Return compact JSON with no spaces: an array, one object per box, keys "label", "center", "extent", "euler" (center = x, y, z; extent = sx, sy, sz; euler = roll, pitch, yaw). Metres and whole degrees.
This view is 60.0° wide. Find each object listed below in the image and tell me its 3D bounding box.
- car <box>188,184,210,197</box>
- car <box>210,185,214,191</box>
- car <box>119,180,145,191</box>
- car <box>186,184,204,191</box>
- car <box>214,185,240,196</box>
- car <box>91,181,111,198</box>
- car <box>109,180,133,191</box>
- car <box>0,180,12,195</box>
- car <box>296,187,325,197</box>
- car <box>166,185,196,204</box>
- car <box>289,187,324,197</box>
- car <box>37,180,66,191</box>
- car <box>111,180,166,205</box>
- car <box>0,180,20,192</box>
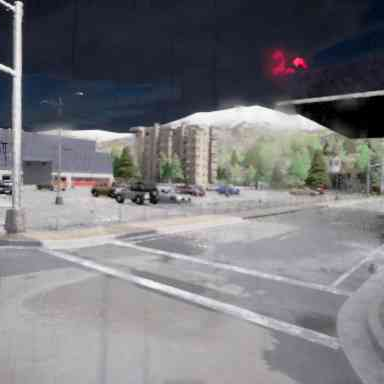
[{"label":"car","center":[-0.382,-0.164,44.370],"extent":[4.514,1.523,2.007],"euler":[3,2,38]},{"label":"car","center":[4.600,-0.761,68.413],"extent":[3.806,1.475,1.970],"euler":[3,2,38]},{"label":"car","center":[-10.974,-1.208,60.803],"extent":[4.605,1.855,1.932],"euler":[3,2,38]},{"label":"car","center":[0.612,-1.114,75.336],"extent":[3.633,1.501,1.845],"euler":[3,2,38]},{"label":"car","center":[5.826,-0.242,52.200],"extent":[3.633,1.501,1.845],"euler":[3,2,38]},{"label":"car","center":[-8.635,-0.269,35.010],"extent":[4.605,1.855,1.932],"euler":[3,2,38]},{"label":"car","center":[-12.445,-1.182,58.263],"extent":[3.866,1.878,1.905],"euler":[3,2,38]},{"label":"car","center":[-20.796,-0.420,35.739],"extent":[4.514,1.523,2.007],"euler":[3,2,38]},{"label":"car","center":[21.074,-0.052,59.274],"extent":[4.514,1.523,2.007],"euler":[3,2,38]},{"label":"car","center":[-1.956,0.351,29.816],"extent":[3.806,1.475,1.970],"euler":[3,2,38]},{"label":"car","center":[19.176,-0.027,56.776],"extent":[5.027,1.636,2.152],"euler":[3,2,38]},{"label":"car","center":[-20.354,-0.977,48.208],"extent":[5.027,1.636,2.152],"euler":[3,2,38]},{"label":"car","center":[-4.484,0.075,27.570],"extent":[3.866,1.878,1.905],"euler":[3,2,38]},{"label":"car","center":[-24.069,-0.820,42.967],"extent":[3.806,1.475,1.970],"euler":[3,2,38]}]
